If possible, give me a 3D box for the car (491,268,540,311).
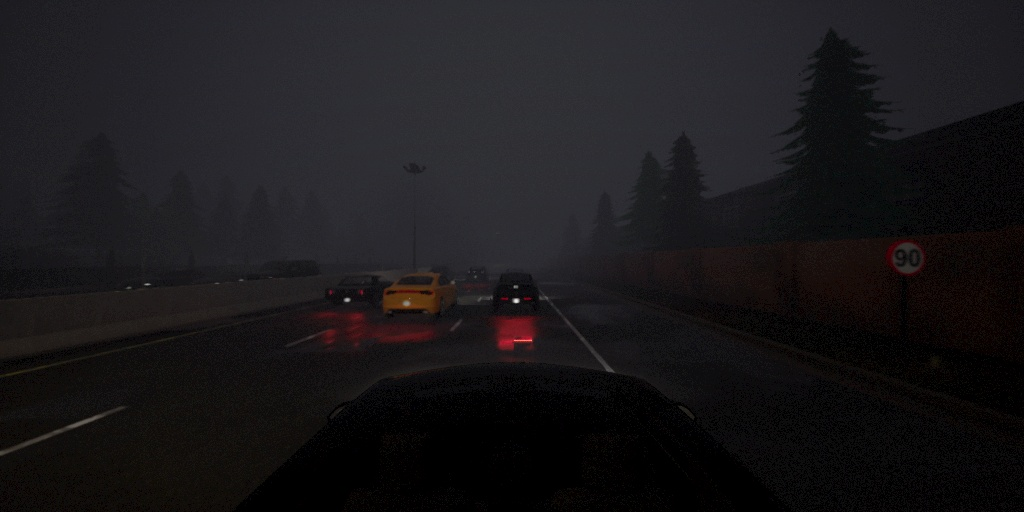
[{"bbox_3d":[0.166,1.441,15.648,1.837,1.490,4.892,0,-1,0],"label":"car"}]

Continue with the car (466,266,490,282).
[{"bbox_3d":[-3.225,1.682,34.311,2.128,1.511,4.902,0,-1,0],"label":"car"}]

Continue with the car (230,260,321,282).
[{"bbox_3d":[-13.994,1.252,22.034,2.150,2.045,5.566,0,-1,0],"label":"car"}]

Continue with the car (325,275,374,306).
[{"bbox_3d":[-6.824,1.561,17.091,1.895,1.301,4.718,0,-1,0],"label":"car"}]

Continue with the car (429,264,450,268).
[{"bbox_3d":[-6.725,1.699,34.418,1.837,1.490,4.892,0,-1,0],"label":"car"}]

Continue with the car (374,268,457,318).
[{"bbox_3d":[-3.341,1.393,13.891,1.882,1.535,5.008,0,-1,0],"label":"car"}]

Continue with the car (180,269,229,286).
[{"bbox_3d":[-17.494,1.599,22.219,1.994,1.385,4.181,0,-1,0],"label":"car"}]

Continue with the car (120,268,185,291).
[{"bbox_3d":[-20.995,1.540,22.099,1.837,1.490,4.892,0,-1,0],"label":"car"}]
